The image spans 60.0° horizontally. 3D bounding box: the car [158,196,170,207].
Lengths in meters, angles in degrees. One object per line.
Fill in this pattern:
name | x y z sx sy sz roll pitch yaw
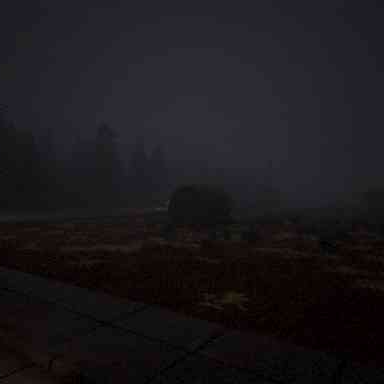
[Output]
car | -3.051 1.418 50.426 2.097 1.767 4.553 0 0 37
